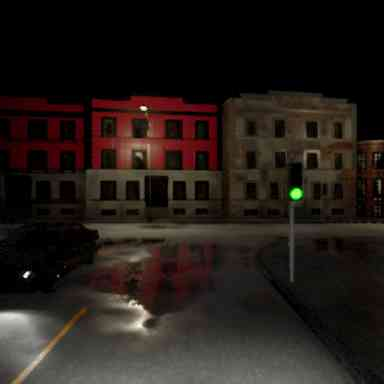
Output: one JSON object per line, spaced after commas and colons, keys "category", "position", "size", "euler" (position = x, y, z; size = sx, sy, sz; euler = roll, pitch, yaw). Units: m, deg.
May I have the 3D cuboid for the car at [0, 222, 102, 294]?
{"category": "car", "position": [-3.996, 1.565, 9.196], "size": [2.033, 1.411, 5.357], "euler": [0, 0, 0]}
